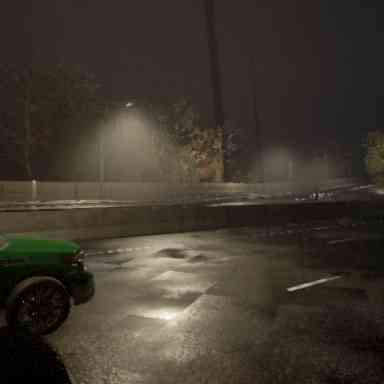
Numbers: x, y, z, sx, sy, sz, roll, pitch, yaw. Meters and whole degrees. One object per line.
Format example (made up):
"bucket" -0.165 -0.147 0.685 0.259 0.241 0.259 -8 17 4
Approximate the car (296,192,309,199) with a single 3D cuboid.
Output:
"car" 24.226 0.705 72.705 2.033 1.411 5.357 0 1 32

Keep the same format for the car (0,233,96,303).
"car" -4.356 1.223 4.937 5.566 2.045 2.150 0 0 -35

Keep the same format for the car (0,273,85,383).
"car" -2.978 1.604 1.625 4.718 1.301 1.895 0 0 -35

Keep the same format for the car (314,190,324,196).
"car" 32.829 0.157 85.980 1.882 1.535 5.008 0 2 34

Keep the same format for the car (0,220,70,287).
"car" -5.510 1.564 8.413 4.181 1.385 1.994 0 0 -36
